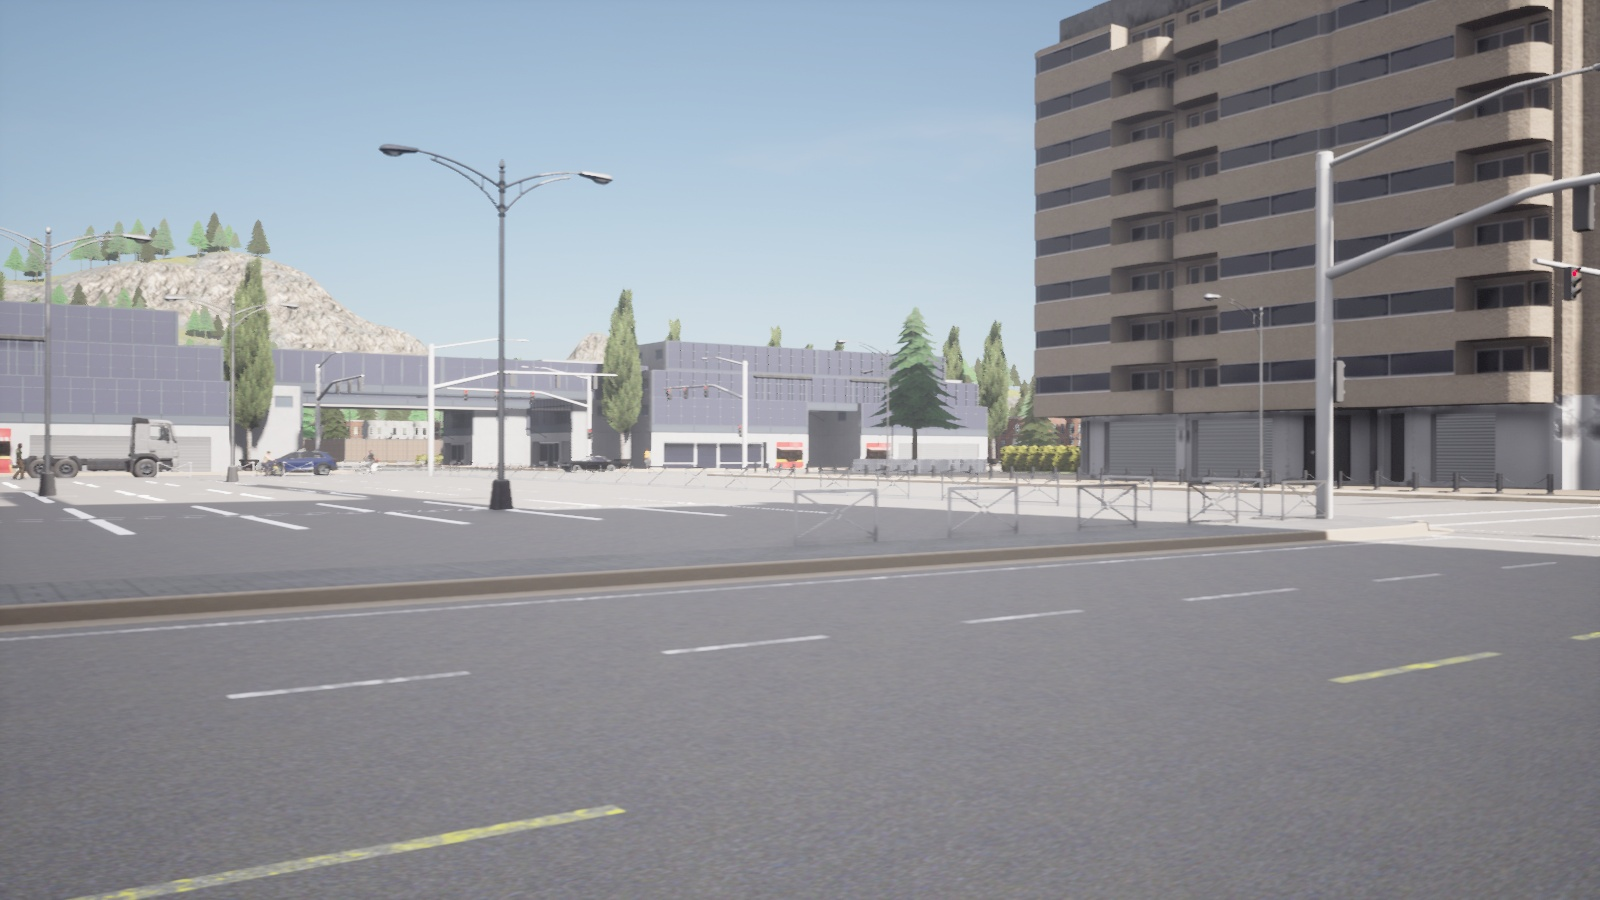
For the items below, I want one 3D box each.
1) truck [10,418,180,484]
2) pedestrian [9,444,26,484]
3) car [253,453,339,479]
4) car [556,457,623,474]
[{"bbox_3d":[-38.693,0.069,69.038,7.936,3.462,2.891,0,0,-33],"label":"truck"},{"bbox_3d":[-38.100,0.687,61.147,0.692,1.930,0.395,0,0,-31],"label":"pedestrian"},{"bbox_3d":[-32.639,0.999,81.419,4.856,1.649,2.033,0,0,-34],"label":"car"},{"bbox_3d":[-16.274,1.173,97.062,4.718,1.301,1.895,0,0,-35],"label":"car"}]
